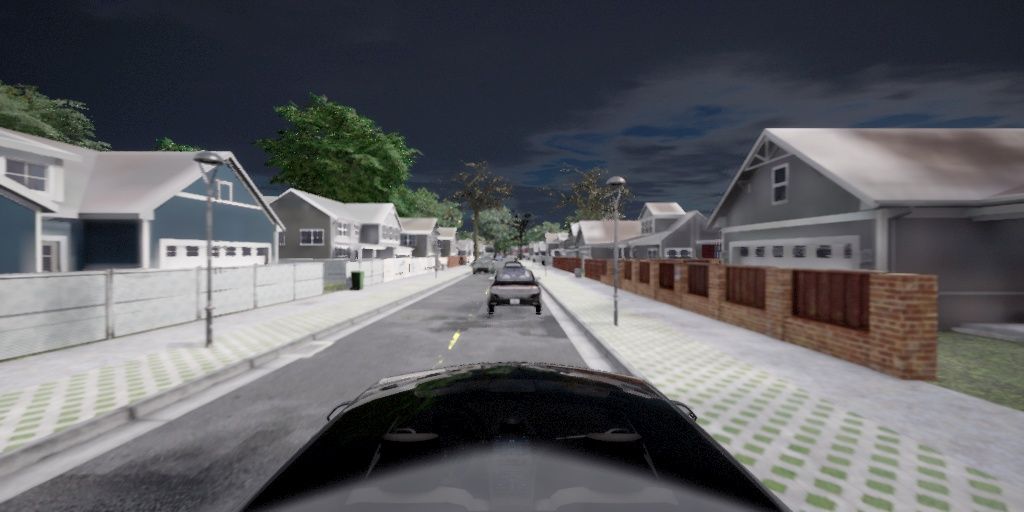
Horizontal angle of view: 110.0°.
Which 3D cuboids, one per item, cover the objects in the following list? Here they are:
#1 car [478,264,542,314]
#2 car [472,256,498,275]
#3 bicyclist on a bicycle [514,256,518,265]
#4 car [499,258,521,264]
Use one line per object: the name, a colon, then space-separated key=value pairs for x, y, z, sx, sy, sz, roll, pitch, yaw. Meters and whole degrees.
car: x=0.093 y=1.212 z=13.680 sx=2.128 sy=1.511 sz=4.902 roll=0 pitch=0 yaw=0
car: x=-2.846 y=1.011 z=36.768 sx=2.097 sy=1.767 sz=4.553 roll=0 pitch=0 yaw=0
bicyclist on a bicycle: x=0.751 y=0.932 z=63.819 sx=0.659 sy=1.776 sz=1.843 roll=0 pitch=0 yaw=0
car: x=0.091 y=1.186 z=29.329 sx=1.837 sy=1.490 sz=4.892 roll=0 pitch=0 yaw=0
